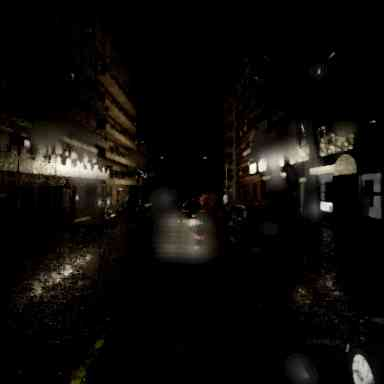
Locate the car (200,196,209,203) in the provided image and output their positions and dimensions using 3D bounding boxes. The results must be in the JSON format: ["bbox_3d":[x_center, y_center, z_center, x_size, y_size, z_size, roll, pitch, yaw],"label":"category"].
[{"bbox_3d":[2.569,1.494,68.840,1.752,1.417,4.829,-1,0,0],"label":"car"}]

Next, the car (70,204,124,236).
[{"bbox_3d":[-5.321,1.519,18.540,1.752,1.417,4.829,-1,0,0],"label":"car"}]

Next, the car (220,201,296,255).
[{"bbox_3d":[2.556,1.310,13.180,2.192,1.841,5.009,-1,0,0],"label":"car"}]

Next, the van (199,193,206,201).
[{"bbox_3d":[2.570,1.299,85.317,1.690,1.788,3.998,-1,0,0],"label":"van"}]

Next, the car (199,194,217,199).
[{"bbox_3d":[2.562,1.296,46.474,2.192,1.841,5.009,-1,0,0],"label":"car"}]

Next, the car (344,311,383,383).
[{"bbox_3d":[2.556,1.550,2.082,2.008,1.369,4.403,-1,0,0],"label":"car"}]

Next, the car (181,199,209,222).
[{"bbox_3d":[0.105,1.516,26.020,1.812,1.442,4.674,0,0,0],"label":"car"}]

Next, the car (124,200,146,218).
[{"bbox_3d":[-5.320,1.430,29.808,1.967,1.590,4.097,-1,0,0],"label":"car"}]

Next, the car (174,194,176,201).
[{"bbox_3d":[-5.309,1.399,85.300,1.967,1.590,4.097,-1,0,0],"label":"car"}]

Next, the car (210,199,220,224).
[{"bbox_3d":[2.560,1.516,24.448,1.752,1.417,4.829,-1,0,0],"label":"car"}]

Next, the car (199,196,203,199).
[{"bbox_3d":[0.108,1.583,43.054,1.895,1.301,4.718,0,0,0],"label":"car"}]

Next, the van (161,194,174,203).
[{"bbox_3d":[-5.314,1.310,68.652,1.690,1.788,3.998,-1,0,0],"label":"van"}]

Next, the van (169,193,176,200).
[{"bbox_3d":[-5.309,1.296,90.848,1.690,1.788,3.998,-1,0,0],"label":"van"}]

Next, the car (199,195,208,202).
[{"bbox_3d":[2.569,1.405,74.219,1.967,1.590,4.097,-1,0,0],"label":"car"}]

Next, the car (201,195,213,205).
[{"bbox_3d":[2.566,1.415,57.572,1.967,1.590,4.097,-1,0,0],"label":"car"}]

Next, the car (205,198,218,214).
[{"bbox_3d":[2.563,1.568,35.376,1.802,1.307,4.206,-1,0,0],"label":"car"}]
